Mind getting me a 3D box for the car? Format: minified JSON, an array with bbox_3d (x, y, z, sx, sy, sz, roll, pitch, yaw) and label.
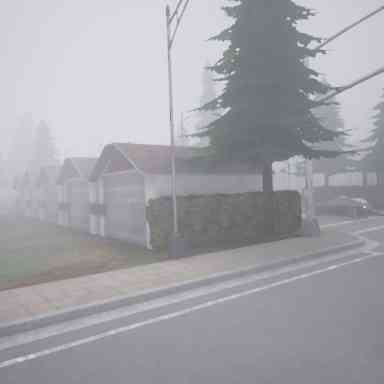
[{"bbox_3d":[10.155,1.048,22.797,1.812,1.442,4.674,-3,1,-39],"label":"car"}]
